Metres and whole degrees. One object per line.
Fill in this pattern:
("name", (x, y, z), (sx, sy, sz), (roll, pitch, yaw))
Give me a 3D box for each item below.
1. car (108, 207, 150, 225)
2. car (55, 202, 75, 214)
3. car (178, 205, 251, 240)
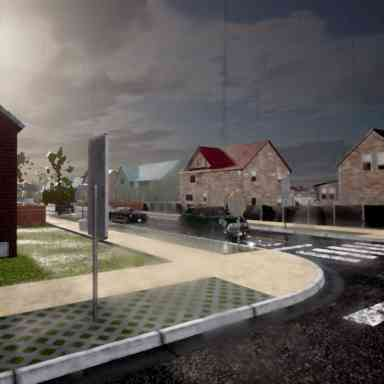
("car", (-5.364, 1.966, 28.008), (1.895, 1.301, 4.718), (0, -1, -34))
("car", (-17.604, 2.189, 46.157), (1.837, 1.490, 4.892), (0, -1, -34))
("car", (1.122, 1.547, 18.468), (2.097, 1.767, 4.553), (0, -1, -34))
